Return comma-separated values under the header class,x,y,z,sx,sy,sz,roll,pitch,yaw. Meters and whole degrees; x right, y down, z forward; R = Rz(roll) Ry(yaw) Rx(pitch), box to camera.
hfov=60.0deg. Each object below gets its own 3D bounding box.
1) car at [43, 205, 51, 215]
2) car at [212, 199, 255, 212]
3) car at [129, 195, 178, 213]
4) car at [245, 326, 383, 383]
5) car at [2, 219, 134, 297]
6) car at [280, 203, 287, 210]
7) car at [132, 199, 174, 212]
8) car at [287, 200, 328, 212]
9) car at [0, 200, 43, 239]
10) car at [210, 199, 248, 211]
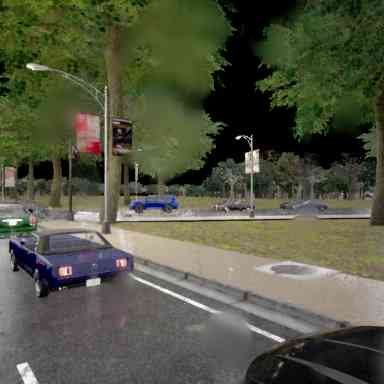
class,x,y,z,sx,sy,sz,roll,pitch,yaw
car,-16.109,1.549,31.632,4.902,1.511,2.128,0,0,-14
car,5.324,1.678,40.697,4.902,1.511,2.128,0,0,-14
car,-4.364,1.352,38.212,5.566,2.045,2.150,0,0,-14
car,2.357,1.478,1.241,1.882,1.535,5.008,0,0,-38
car,-3.420,1.601,8.710,1.895,1.301,4.718,0,0,-38
car,14.369,1.810,46.378,4.181,1.385,1.994,0,0,-15
car,-4.879,1.622,41.432,4.902,1.511,2.128,0,0,-14
car,15.325,1.774,43.258,4.674,1.442,1.812,0,0,-14
car,-8.915,1.352,15.824,2.097,1.767,4.553,0,0,-38
car,4.898,1.713,43.941,4.674,1.442,1.812,0,0,-14
